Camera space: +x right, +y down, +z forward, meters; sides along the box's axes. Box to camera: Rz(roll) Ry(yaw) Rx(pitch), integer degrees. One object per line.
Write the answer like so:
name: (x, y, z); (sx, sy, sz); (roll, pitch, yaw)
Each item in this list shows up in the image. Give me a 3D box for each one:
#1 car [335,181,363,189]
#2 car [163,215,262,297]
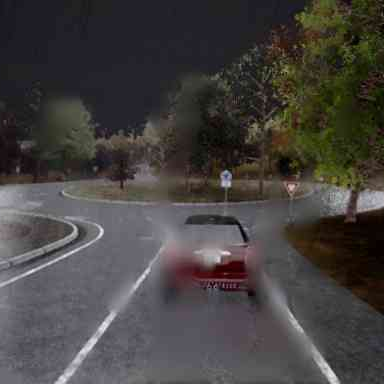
car: (20.905, -1.134, 44.751); (1.895, 1.301, 4.718); (0, 5, -1)
car: (0.514, 1.372, 8.883); (2.097, 1.767, 4.553); (0, 0, 3)
